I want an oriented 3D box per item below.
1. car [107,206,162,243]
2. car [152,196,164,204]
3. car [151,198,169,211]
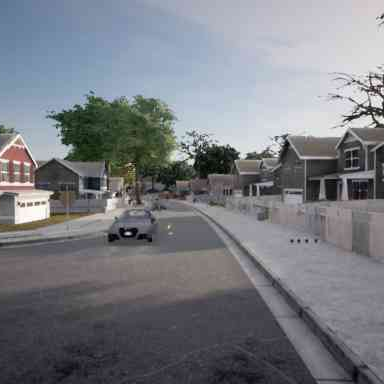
[{"bbox_3d":[-2.737,1.577,16.114,1.994,1.385,4.181,0,0,-1],"label":"car"},{"bbox_3d":[-6.951,1.527,67.575,2.128,1.511,4.902,0,0,-8],"label":"car"},{"bbox_3d":[-4.084,1.605,42.137,1.837,1.490,4.892,0,0,-5],"label":"car"}]
